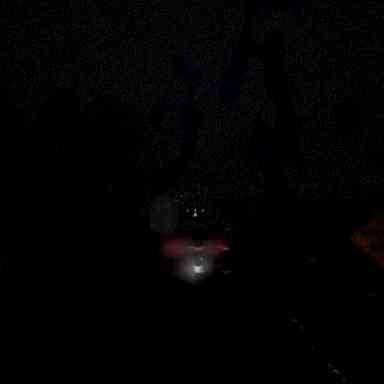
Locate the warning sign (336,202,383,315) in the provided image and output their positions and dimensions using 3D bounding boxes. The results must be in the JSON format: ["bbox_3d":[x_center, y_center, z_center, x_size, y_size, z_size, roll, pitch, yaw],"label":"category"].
[{"bbox_3d":[3.560,1.120,6.116,1.300,1.860,1.060,-2,-2,0],"label":"warning sign"}]

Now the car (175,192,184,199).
[{"bbox_3d":[-2.951,0.882,78.977,1.837,1.490,4.892,0,1,0],"label":"car"}]

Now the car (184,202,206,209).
[{"bbox_3d":[0.297,1.557,29.749,1.895,1.301,4.718,0,0,1],"label":"car"}]

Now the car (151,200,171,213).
[{"bbox_3d":[-3.344,1.524,36.696,1.895,1.301,4.718,0,0,0],"label":"car"}]

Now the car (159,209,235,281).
[{"bbox_3d":[0.140,1.492,9.810,2.128,1.511,4.902,0,0,1],"label":"car"}]
